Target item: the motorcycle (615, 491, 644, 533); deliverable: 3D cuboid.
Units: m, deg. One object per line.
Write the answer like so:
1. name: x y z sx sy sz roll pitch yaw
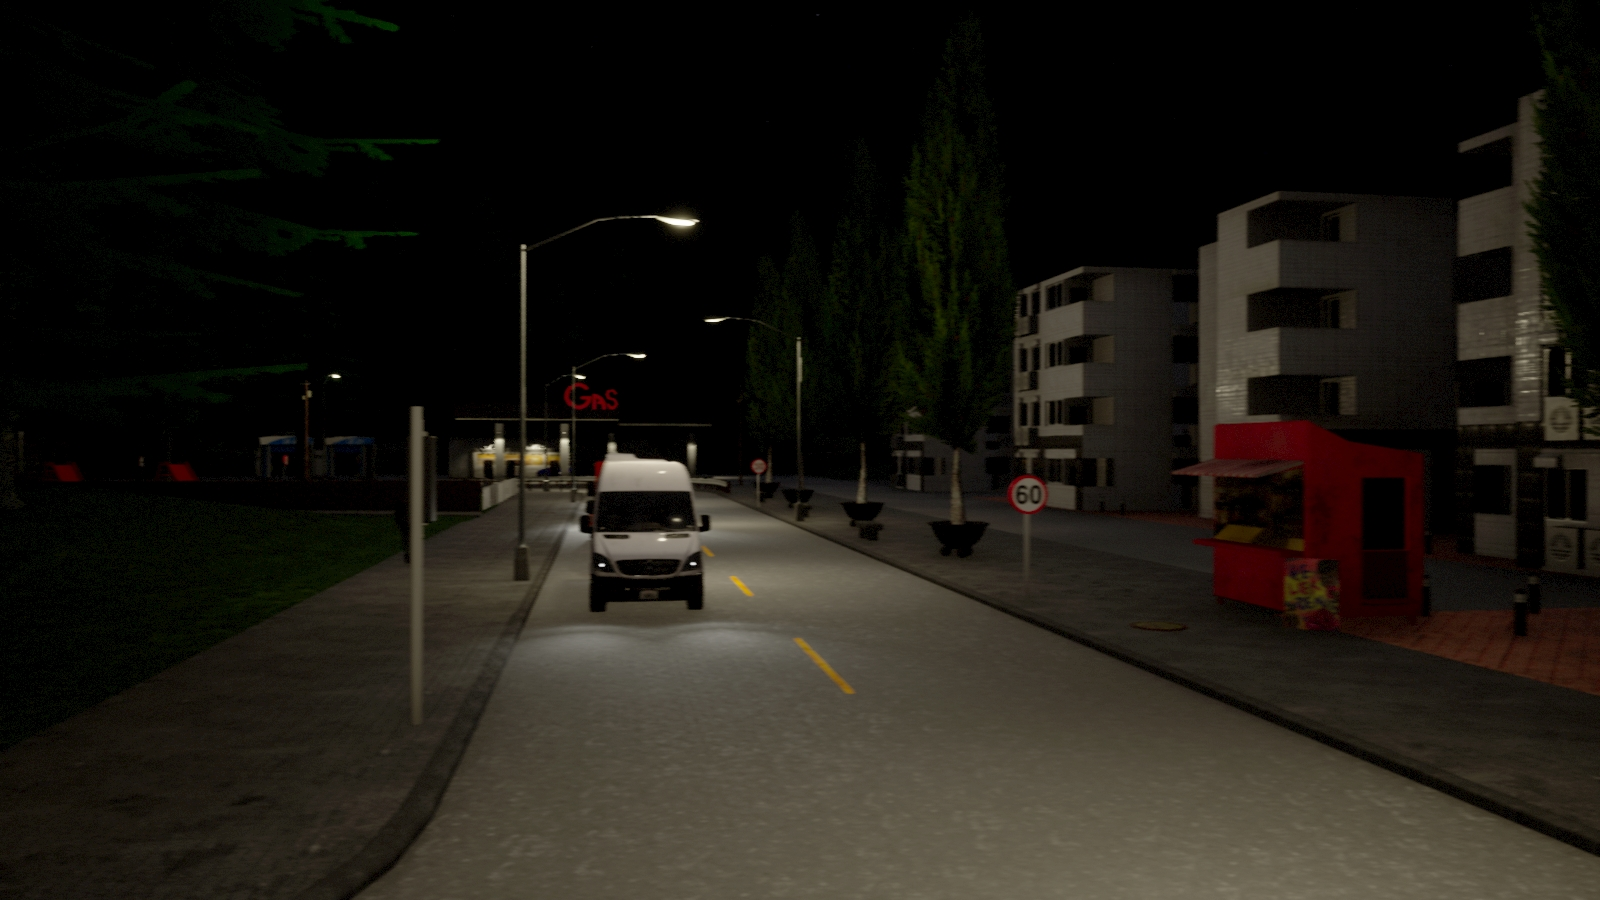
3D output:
1. motorcycle: -5.443 1.943 36.418 0.856 1.236 1.805 0 0 -10

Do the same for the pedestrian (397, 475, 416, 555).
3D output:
1. pedestrian: -9.163 1.506 26.606 0.375 1.860 0.375 0 0 -9

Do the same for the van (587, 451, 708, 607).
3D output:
1. van: -3.010 1.303 21.832 1.988 2.561 5.915 0 0 -10
